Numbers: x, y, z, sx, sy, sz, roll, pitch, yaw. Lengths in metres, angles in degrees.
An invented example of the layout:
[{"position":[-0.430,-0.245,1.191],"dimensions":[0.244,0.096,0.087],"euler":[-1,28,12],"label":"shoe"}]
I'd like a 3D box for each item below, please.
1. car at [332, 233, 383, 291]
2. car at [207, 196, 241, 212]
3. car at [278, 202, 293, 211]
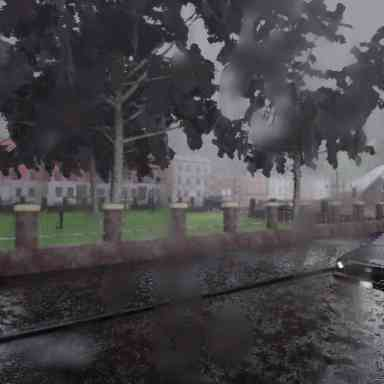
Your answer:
[{"position":[5.998,1.665,8.806],"dimensions":[5.357,1.411,2.033],"euler":[1,0,-35],"label":"car"},{"position":[4.221,1.565,44.948],"dimensions":[2.150,2.045,5.566],"euler":[1,0,-34],"label":"car"},{"position":[10.478,1.825,36.026],"dimensions":[1.882,1.535,5.008],"euler":[1,0,-35],"label":"car"}]
